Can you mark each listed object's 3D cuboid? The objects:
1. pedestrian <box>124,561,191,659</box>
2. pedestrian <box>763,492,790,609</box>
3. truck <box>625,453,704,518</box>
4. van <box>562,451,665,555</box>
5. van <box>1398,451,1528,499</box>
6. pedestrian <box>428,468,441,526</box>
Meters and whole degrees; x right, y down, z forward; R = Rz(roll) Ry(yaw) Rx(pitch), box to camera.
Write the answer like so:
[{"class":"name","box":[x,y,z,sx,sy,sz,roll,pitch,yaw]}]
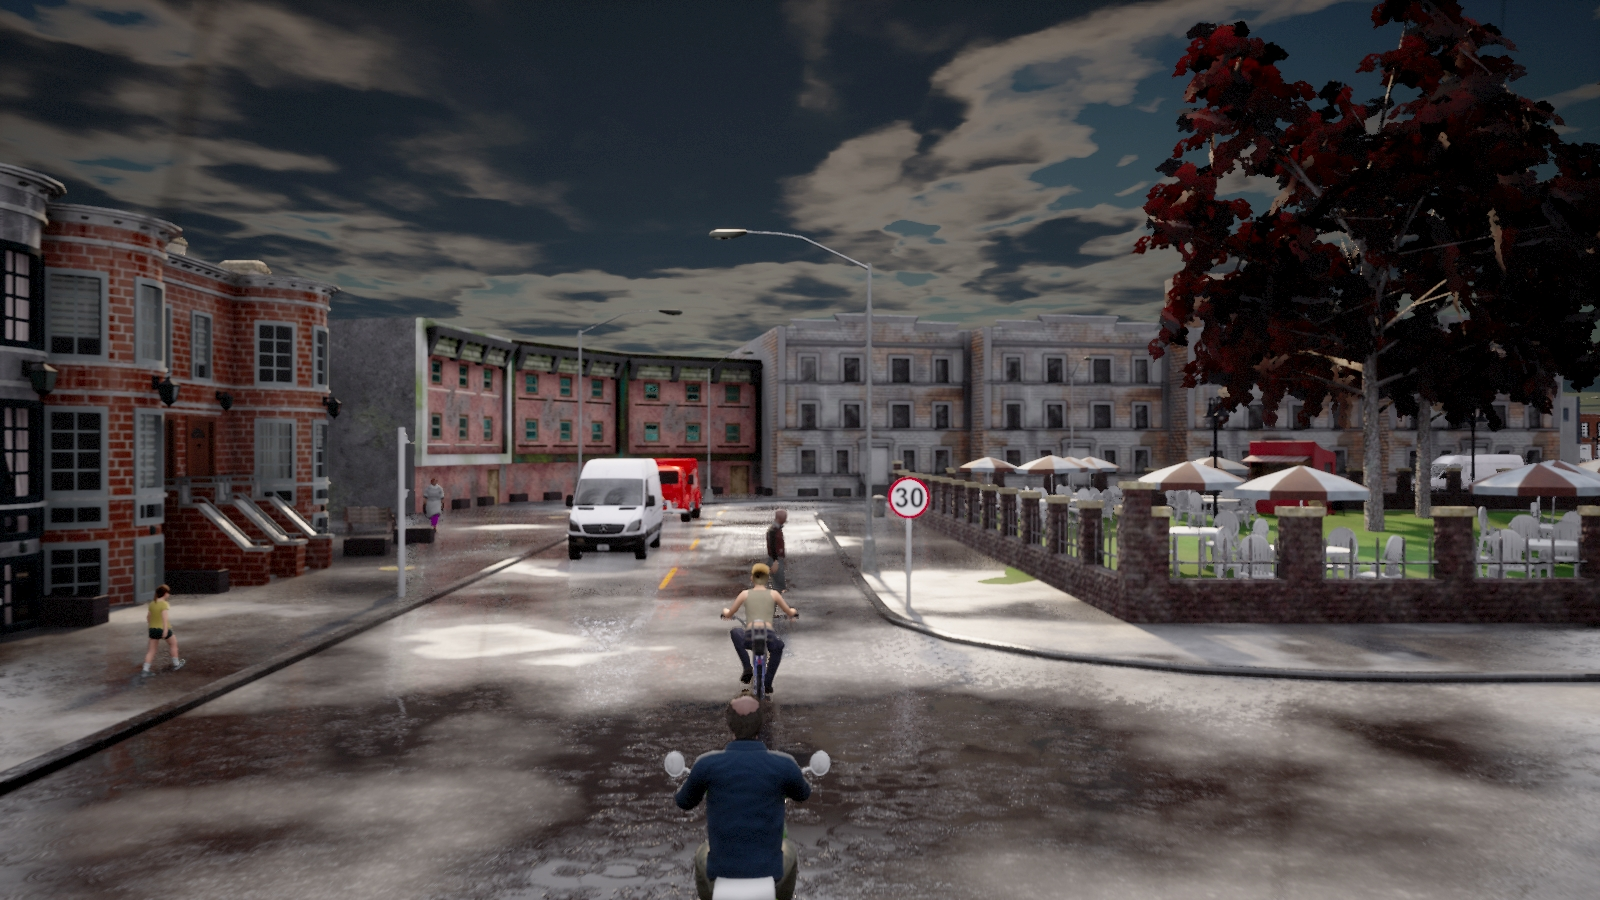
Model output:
[{"class":"pedestrian","box":[-7.692,1.904,13.688,0.500,1.100,0.500,0,0,10]},{"class":"pedestrian","box":[-0.376,1.628,18.620,0.375,1.860,0.375,0,0,10]},{"class":"truck","box":[-5.352,1.346,45.869,2.627,2.467,5.204,0,0,-1]},{"class":"van","box":[-4.965,1.313,31.223,1.988,2.561,5.915,0,0,-2]},{"class":"van","box":[35.797,1.313,61.736,5.915,2.561,1.988,0,0,-2]},{"class":"pedestrian","box":[-11.846,1.531,37.049,0.375,1.860,0.375,0,0,-11]}]
